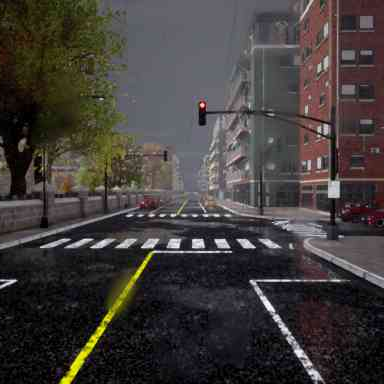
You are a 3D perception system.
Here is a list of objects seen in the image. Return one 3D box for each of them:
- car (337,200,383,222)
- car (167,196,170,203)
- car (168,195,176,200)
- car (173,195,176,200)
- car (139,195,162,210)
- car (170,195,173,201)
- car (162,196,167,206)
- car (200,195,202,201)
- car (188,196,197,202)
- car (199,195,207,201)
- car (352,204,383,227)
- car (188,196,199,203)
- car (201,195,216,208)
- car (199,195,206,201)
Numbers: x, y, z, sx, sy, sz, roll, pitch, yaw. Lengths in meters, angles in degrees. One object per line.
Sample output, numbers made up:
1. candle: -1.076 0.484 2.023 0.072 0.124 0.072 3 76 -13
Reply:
1. car: 14.643 1.591 27.327 5.009 1.841 2.192 1 -1 0
2. car: -5.635 1.566 60.524 1.887 1.381 4.507 0 0 0
3. car: -5.604 1.579 93.565 1.752 1.417 4.829 0 0 0
4. car: -5.614 1.623 82.665 1.802 1.307 4.206 0 0 0
5. car: -5.651 1.324 43.918 2.192 1.841 5.009 0 0 0
6. car: -5.624 1.613 71.594 1.802 1.307 4.206 0 0 0
7. car: -5.640 1.457 54.989 1.967 1.590 4.097 0 0 0
8. car: 2.741 1.562 54.981 1.887 1.381 4.507 0 0 0
9. car: 0.078 1.591 79.635 1.994 1.385 4.181 0 0 0
10. car: 2.767 1.586 82.658 1.887 1.381 4.507 0 0 0
11. car: 14.688 1.851 24.722 4.181 1.385 1.994 1 0 0
12. car: 0.070 1.576 69.224 2.033 1.411 5.357 0 0 0
13. car: 2.736 1.538 49.616 1.752 1.417 4.829 0 0 0
14. car: 2.772 1.592 88.193 1.887 1.381 4.507 0 0 0
